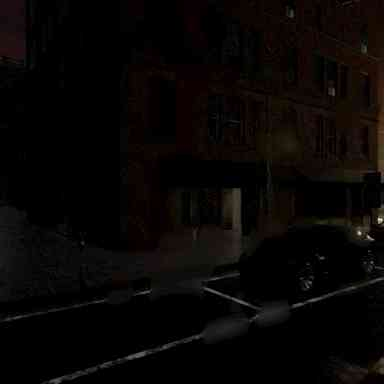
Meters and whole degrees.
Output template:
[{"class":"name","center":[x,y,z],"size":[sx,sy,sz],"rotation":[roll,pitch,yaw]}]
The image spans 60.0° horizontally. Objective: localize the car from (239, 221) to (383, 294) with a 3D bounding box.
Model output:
[{"class":"car","center":[3.192,1.566,8.820],"size":[4.313,1.339,1.947],"rotation":[0,0,-36]}]
